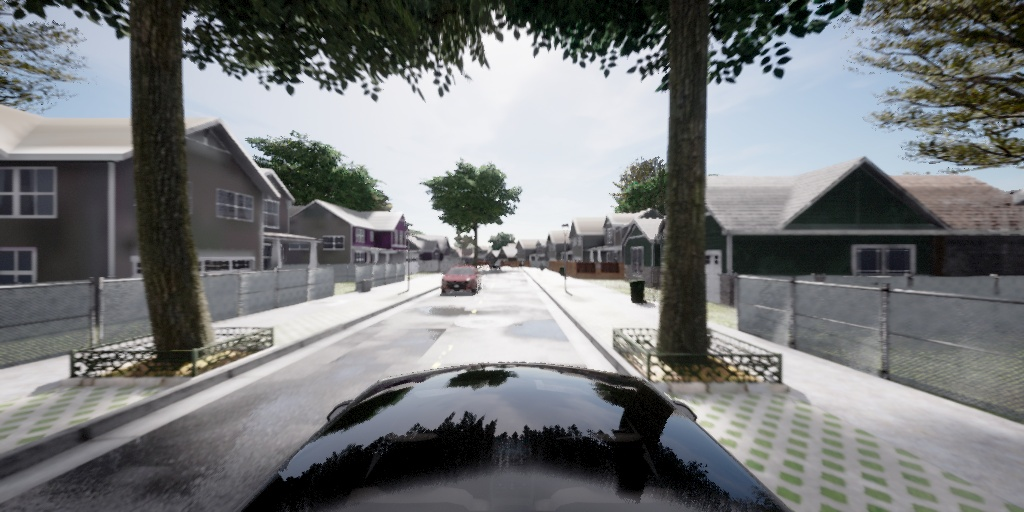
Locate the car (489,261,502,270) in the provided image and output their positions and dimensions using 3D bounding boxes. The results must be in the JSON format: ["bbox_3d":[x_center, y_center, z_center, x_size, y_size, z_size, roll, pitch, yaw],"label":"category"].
[{"bbox_3d":[-2.842,1.622,61.703,1.837,1.490,4.892,0,-1,0],"label":"car"}]

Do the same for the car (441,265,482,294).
[{"bbox_3d":[-2.845,1.293,20.882,1.882,1.535,5.008,0,0,0],"label":"car"}]
